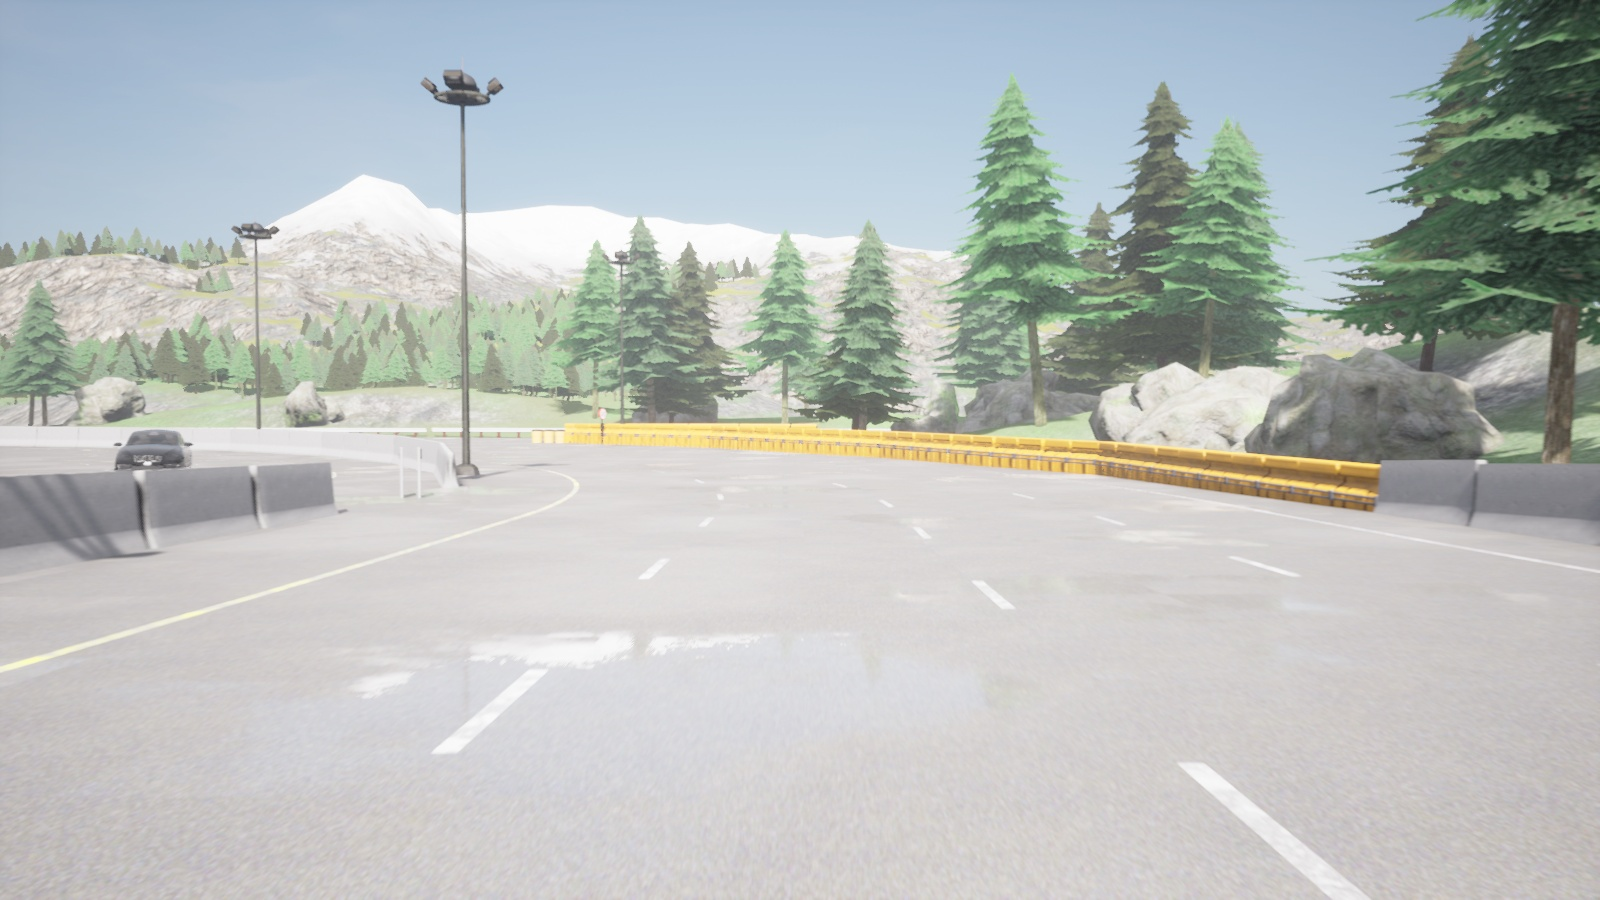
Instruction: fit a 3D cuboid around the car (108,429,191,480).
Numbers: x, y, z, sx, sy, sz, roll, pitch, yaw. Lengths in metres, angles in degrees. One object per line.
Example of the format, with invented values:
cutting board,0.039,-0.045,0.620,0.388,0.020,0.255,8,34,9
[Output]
car,-20.260,0.092,39.296,1.837,1.490,4.892,0,1,-22
